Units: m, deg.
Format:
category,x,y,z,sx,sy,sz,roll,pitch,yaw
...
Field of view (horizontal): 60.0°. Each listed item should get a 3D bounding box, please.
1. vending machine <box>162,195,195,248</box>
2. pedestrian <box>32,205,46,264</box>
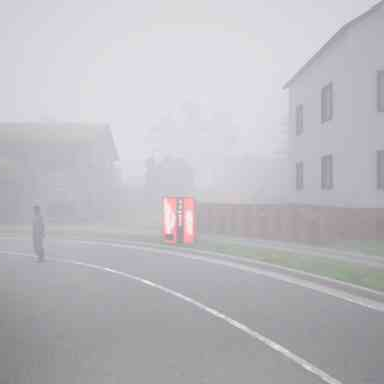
category,x,y,z,sx,sy,sz,roll,pitch,yaw
vending machine,-0.548,1.195,14.005,0.880,2.100,1.100,0,0,38
pedestrian,-4.794,1.294,10.429,0.375,1.860,0.375,0,0,33
